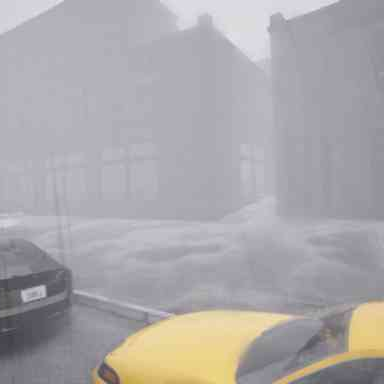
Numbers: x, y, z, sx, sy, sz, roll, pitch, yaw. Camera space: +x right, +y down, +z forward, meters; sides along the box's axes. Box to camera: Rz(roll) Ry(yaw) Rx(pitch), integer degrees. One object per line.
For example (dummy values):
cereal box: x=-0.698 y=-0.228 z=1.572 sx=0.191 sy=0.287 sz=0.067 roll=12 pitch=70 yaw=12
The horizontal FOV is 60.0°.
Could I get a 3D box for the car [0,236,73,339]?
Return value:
car: x=-4.257 y=1.579 z=6.262 sx=4.792 sy=1.488 sz=2.163 roll=-1 pitch=0 yaw=35
